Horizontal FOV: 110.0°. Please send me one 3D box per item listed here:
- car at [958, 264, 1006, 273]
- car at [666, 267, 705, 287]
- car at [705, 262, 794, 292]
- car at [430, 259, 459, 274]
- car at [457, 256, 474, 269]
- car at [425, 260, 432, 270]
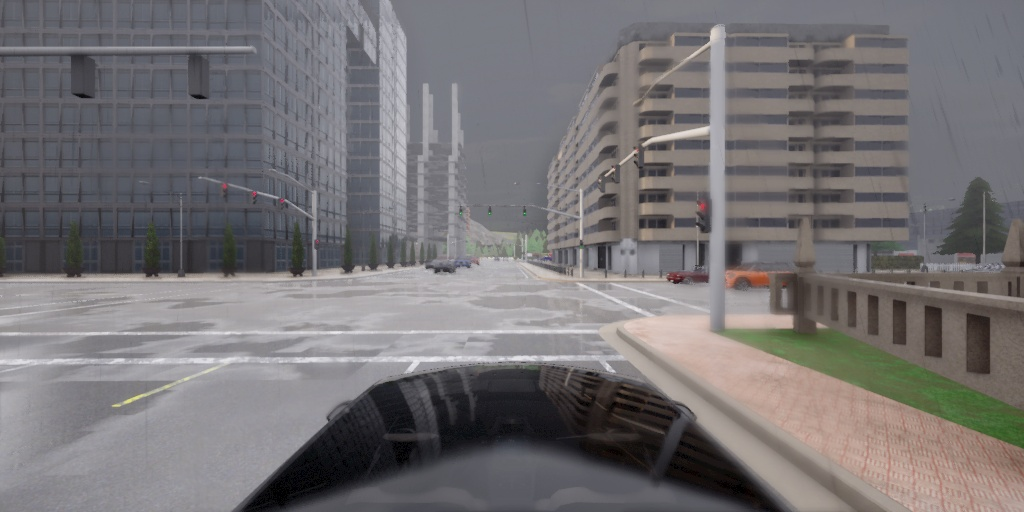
[{"bbox_3d":[34.453,1.296,25.295,4.902,1.511,2.128,0,0,-1],"label":"car"},{"bbox_3d":[13.351,1.405,24.968,4.718,1.301,1.895,0,0,-1],"label":"car"},{"bbox_3d":[14.536,1.157,21.485,4.553,1.767,2.097,0,0,-1],"label":"car"},{"bbox_3d":[-7.490,1.349,40.294,1.895,1.301,4.718,0,0,-1],"label":"car"},{"bbox_3d":[-7.654,0.965,56.018,2.150,2.045,5.566,0,1,-1],"label":"car"},{"bbox_3d":[-11.008,1.255,50.906,1.837,1.490,4.892,0,-1,-1],"label":"car"}]
